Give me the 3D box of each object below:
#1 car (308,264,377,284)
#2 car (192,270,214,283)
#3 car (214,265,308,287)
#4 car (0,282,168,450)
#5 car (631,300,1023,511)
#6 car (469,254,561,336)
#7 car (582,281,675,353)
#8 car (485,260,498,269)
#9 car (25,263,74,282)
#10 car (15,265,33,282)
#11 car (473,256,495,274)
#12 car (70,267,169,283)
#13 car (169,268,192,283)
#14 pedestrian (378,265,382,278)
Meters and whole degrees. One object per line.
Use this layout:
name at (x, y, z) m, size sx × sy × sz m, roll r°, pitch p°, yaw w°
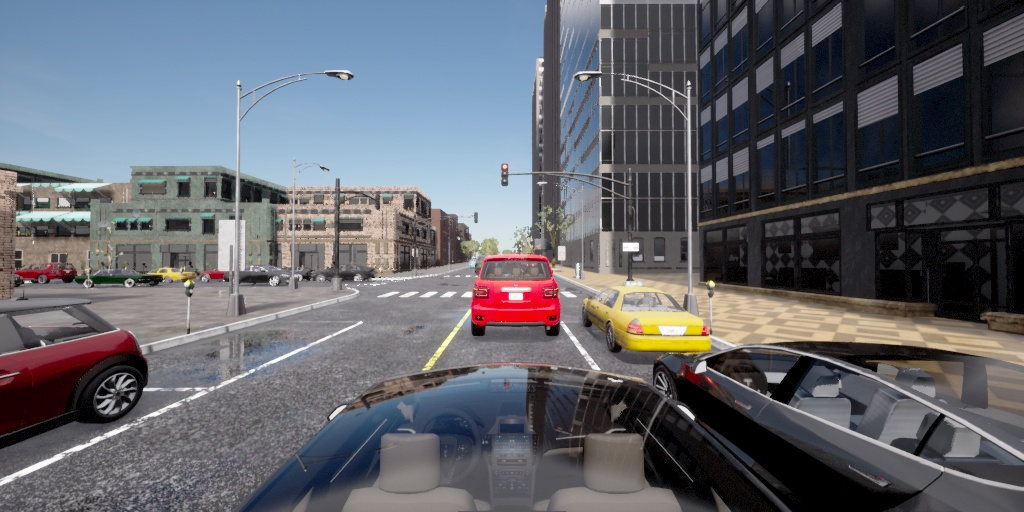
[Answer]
car at (-13.424, 1.406, 28.814) m, size 4.892 × 1.490 × 1.837 m, roll 0°, pitch 1°, yaw -3°
car at (-25.020, 1.488, 31.545) m, size 4.097 × 1.591 × 1.967 m, roll 0°, pitch 0°, yaw 1°
car at (-17.885, 1.381, 25.703) m, size 4.902 × 1.511 × 2.128 m, roll -1°, pitch -1°, yaw 2°
car at (-5.692, 1.190, 2.852) m, size 1.967 × 1.591 × 4.097 m, roll 0°, pitch 0°, yaw 0°
car at (2.656, 1.316, 2.815) m, size 1.948 × 1.339 × 4.313 m, roll 0°, pitch 0°, yaw 0°
car at (0.082, 0.975, 10.503) m, size 2.150 × 2.045 × 5.566 m, roll 0°, pitch 0°, yaw 0°
car at (2.814, 1.277, 8.628) m, size 1.751 × 1.417 × 4.829 m, roll 0°, pitch 0°, yaw 0°
car at (-3.203, 1.295, 55.960) m, size 1.812 × 1.442 × 4.674 m, roll 0°, pitch 0°, yaw 0°
car at (-41.664, 1.522, 31.723) m, size 5.009 × 1.841 × 2.192 m, roll 0°, pitch 0°, yaw 1°
car at (-38.501, 1.591, 25.919) m, size 4.892 × 1.490 × 1.837 m, roll -1°, pitch -1°, yaw 1°
car at (-3.183, 0.987, 42.449) m, size 2.150 × 2.045 × 5.566 m, roll 0°, pitch 0°, yaw 0°
car at (-28.088, 1.587, 25.794) m, size 4.718 × 1.301 × 1.895 m, roll -1°, pitch -1°, yaw 1°
car at (-30.738, 1.627, 31.606) m, size 4.829 × 1.417 × 1.751 m, roll 0°, pitch 0°, yaw 1°
pedestrian at (-12.611, 1.398, 34.365) m, size 0.375 × 1.300 × 0.375 m, roll 0°, pitch 0°, yaw 1°
